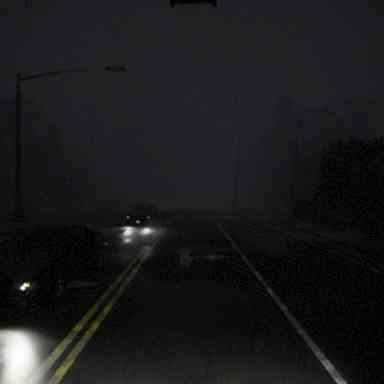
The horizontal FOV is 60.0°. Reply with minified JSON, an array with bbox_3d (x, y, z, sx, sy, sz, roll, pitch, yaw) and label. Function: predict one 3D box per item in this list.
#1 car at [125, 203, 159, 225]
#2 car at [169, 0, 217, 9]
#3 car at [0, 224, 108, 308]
[{"bbox_3d":[-3.437,1.514,23.848,2.033,1.411,5.357,0,0,0],"label":"car"},{"bbox_3d":[0.048,-7.468,11.121,1.812,1.442,4.674,0,14,0],"label":"car"},{"bbox_3d":[-3.575,1.531,8.295,2.033,1.411,5.357,0,0,0],"label":"car"}]
